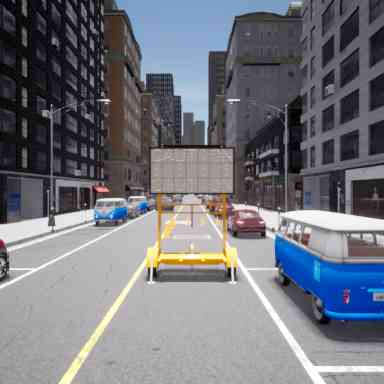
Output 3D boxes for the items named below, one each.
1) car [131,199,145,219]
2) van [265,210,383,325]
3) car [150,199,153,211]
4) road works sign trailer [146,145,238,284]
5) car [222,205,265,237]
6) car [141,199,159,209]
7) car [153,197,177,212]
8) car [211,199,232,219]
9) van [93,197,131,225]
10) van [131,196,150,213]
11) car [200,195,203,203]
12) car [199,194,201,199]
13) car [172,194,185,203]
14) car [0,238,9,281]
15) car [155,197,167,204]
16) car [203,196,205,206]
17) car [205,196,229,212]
[{"bbox_3d":[-5.668,1.550,28.859,2.008,1.369,4.403,0,0,0],"label":"car"},{"bbox_3d":[2.856,1.341,6.853,1.690,1.788,3.998,0,0,0],"label":"van"},{"bbox_3d":[-5.667,1.567,39.862,1.947,1.339,4.313,0,0,0],"label":"car"},{"bbox_3d":[0.001,0.464,9.532,2.380,3.560,2.880,0,0,0],"label":"road works sign trailer"},{"bbox_3d":[2.857,1.581,17.856,1.802,1.307,4.206,0,0,0],"label":"car"},{"bbox_3d":[-5.667,1.585,45.363,1.802,1.307,4.206,0,0,0],"label":"car"},{"bbox_3d":[-3.097,1.565,38.897,1.994,1.385,4.181,0,0,0],"label":"car"},{"bbox_3d":[2.858,1.582,28.858,1.802,1.307,4.206,0,0,0],"label":"car"},{"bbox_3d":[-5.669,1.340,23.359,1.690,1.788,3.998,0,0,0],"label":"van"},{"bbox_3d":[-5.668,1.341,34.360,1.690,1.788,3.998,0,0,0],"label":"van"},{"bbox_3d":[2.858,1.557,56.365,2.008,1.369,4.403,0,0,0],"label":"car"},{"bbox_3d":[2.859,1.578,67.368,1.947,1.339,4.313,0,0,0],"label":"car"},{"bbox_3d":[-2.996,1.580,71.449,1.994,1.385,4.181,0,0,0],"label":"car"},{"bbox_3d":[-5.669,1.440,6.854,1.967,1.590,4.097,0,0,0],"label":"car"},{"bbox_3d":[-5.667,1.591,61.867,1.802,1.307,4.206,0,0,0],"label":"car"},{"bbox_3d":[2.858,1.443,45.363,1.967,1.590,4.097,0,0,0],"label":"car"},{"bbox_3d":[2.857,1.315,34.360,2.192,1.841,5.009,0,0,0],"label":"car"}]
